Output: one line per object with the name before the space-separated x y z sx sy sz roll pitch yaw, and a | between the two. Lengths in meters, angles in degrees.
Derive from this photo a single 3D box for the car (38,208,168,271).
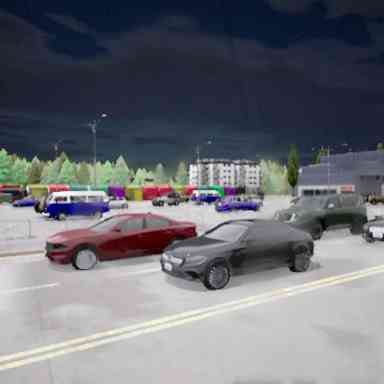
car | -2.132 1.439 10.955 5.008 1.535 1.882 0 0 -33

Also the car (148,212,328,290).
car | 1.396 1.481 9.054 4.674 1.442 1.812 0 0 -33

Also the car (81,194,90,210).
car | -10.623 1.237 39.236 3.905 1.438 1.784 0 0 -33

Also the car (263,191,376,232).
car | 6.444 1.124 16.548 5.566 2.045 2.150 0 0 -33

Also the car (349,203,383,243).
car | 9.229 1.393 14.185 4.902 1.511 2.128 0 0 -33

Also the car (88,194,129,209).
car | -9.050 1.272 36.805 3.806 1.475 1.970 0 0 -33

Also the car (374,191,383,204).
car | 24.421 0.861 44.929 4.605 1.855 1.932 0 0 -33

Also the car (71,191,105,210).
car | -12.124 1.022 41.460 4.605 1.855 1.932 0 0 -33

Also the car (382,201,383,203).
car | 14.817 1.409 21.994 4.181 1.385 1.994 0 0 -33

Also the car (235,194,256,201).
car | 10.636 1.066 66.279 3.806 1.475 1.970 0 0 -33

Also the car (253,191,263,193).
car | 12.199 0.831 63.842 3.866 1.878 1.905 0 0 -33

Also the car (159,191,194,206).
car | -2.497 0.928 54.304 4.605 1.855 1.932 0 0 -33

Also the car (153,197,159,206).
car | -4.017 1.134 56.772 3.905 1.438 1.784 0 0 -33

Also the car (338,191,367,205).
car | 22.894 0.859 47.389 3.866 1.878 1.905 0 0 -33

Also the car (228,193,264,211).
car | 6.761 1.194 40.169 3.806 1.475 1.970 0 0 -33
